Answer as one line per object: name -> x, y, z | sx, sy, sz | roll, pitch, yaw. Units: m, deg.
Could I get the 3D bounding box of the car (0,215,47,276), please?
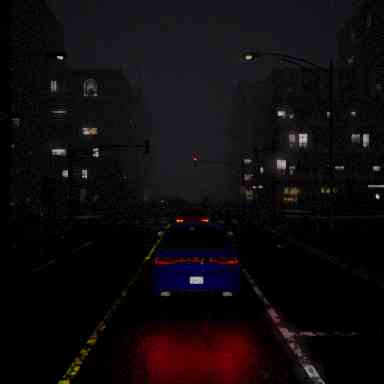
car -> -5.755, 1.582, 9.815 | 1.802, 1.307, 4.206 | 0, 0, 0

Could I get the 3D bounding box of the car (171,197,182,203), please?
car -> -3.109, 1.626, 68.201 | 1.895, 1.301, 4.718 | 0, 0, 0

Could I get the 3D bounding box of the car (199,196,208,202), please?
car -> 2.583, 1.612, 74.582 | 1.802, 1.307, 4.206 | 0, 0, 0

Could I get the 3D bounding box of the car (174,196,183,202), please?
car -> -3.114, 1.621, 78.539 | 1.895, 1.301, 4.718 | 0, 0, 0

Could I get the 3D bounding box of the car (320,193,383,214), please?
car -> 14.651, 1.029, 29.805 | 5.009, 1.841, 2.192 | -1, 1, -1

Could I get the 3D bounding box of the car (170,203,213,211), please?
car -> 0.072, 1.526, 17.952 | 1.812, 1.442, 4.674 | 0, 0, 1

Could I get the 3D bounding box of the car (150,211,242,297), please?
car -> 0.090, 1.477, 8.612 | 1.882, 1.535, 5.008 | 0, 0, 0

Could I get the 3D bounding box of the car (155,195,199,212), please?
car -> -1.693, 1.483, 38.689 | 1.882, 1.535, 5.008 | 0, 1, 35

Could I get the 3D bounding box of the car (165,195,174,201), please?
car -> -5.814, 1.480, 85.934 | 1.967, 1.590, 4.097 | 0, 0, 0

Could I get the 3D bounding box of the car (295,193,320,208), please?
car -> 14.505, 1.014, 38.183 | 5.009, 1.841, 2.192 | -1, 1, -1

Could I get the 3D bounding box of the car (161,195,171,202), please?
car -> -5.798, 1.470, 74.569 | 1.967, 1.590, 4.097 | 0, 0, 0

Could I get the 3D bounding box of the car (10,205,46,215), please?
car -> -16.721, 1.888, 32.095 | 4.718, 1.301, 1.895 | -1, 0, -1

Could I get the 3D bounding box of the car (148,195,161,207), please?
car -> -5.765, 1.580, 51.838 | 1.947, 1.339, 4.313 | 0, 0, 0

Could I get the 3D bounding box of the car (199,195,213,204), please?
car -> 2.607, 1.458, 57.535 | 1.967, 1.590, 4.097 | 0, 0, 0

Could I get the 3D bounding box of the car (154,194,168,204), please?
car -> -5.782, 1.336, 63.203 | 2.192, 1.841, 5.009 | 0, 0, 0

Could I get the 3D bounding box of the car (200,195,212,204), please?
car -> 2.599, 1.461, 63.217 | 1.967, 1.590, 4.097 | 0, 0, 0

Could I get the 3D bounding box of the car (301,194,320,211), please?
car -> 14.732, 1.205, 35.614 | 4.892, 1.490, 1.837 | -1, 0, -1

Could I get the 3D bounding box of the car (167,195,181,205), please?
car -> -3.163, 1.370, 58.692 | 2.097, 1.767, 4.553 | 0, 0, 0

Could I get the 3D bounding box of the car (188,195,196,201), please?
car -> -0.129, 1.570, 90.530 | 2.128, 1.511, 4.902 | 0, 0, 0
